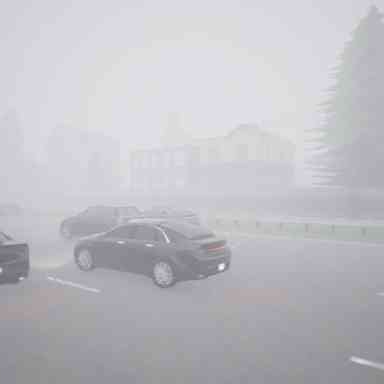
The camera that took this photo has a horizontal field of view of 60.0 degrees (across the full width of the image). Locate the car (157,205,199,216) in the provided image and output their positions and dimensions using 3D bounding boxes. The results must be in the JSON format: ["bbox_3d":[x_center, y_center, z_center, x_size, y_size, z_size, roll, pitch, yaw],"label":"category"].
[{"bbox_3d":[-1.807,1.493,18.179,4.902,1.511,2.128,0,0,36],"label":"car"}]

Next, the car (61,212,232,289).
[{"bbox_3d":[-1.278,1.506,9.202,4.892,1.490,1.837,0,0,35],"label":"car"}]

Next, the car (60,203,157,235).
[{"bbox_3d":[-4.147,1.354,15.550,4.553,1.767,2.097,0,0,36],"label":"car"}]

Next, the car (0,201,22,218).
[{"bbox_3d":[-16.702,1.496,28.807,4.902,1.511,2.128,0,0,36],"label":"car"}]

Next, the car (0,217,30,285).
[{"bbox_3d":[-6.052,1.479,8.310,5.008,1.535,1.882,0,0,36],"label":"car"}]
